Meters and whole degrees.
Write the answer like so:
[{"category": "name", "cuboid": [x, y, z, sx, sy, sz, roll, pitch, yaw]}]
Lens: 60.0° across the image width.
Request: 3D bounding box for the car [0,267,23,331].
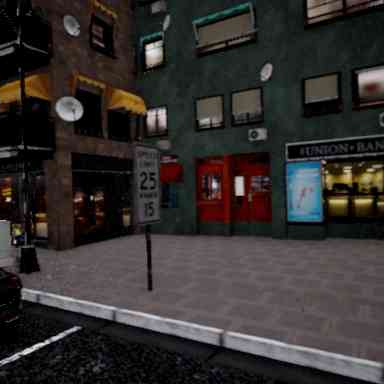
[{"category": "car", "cuboid": [-4.665, 1.582, 5.522, 4.313, 1.339, 1.947, -1, 0, 30]}]
